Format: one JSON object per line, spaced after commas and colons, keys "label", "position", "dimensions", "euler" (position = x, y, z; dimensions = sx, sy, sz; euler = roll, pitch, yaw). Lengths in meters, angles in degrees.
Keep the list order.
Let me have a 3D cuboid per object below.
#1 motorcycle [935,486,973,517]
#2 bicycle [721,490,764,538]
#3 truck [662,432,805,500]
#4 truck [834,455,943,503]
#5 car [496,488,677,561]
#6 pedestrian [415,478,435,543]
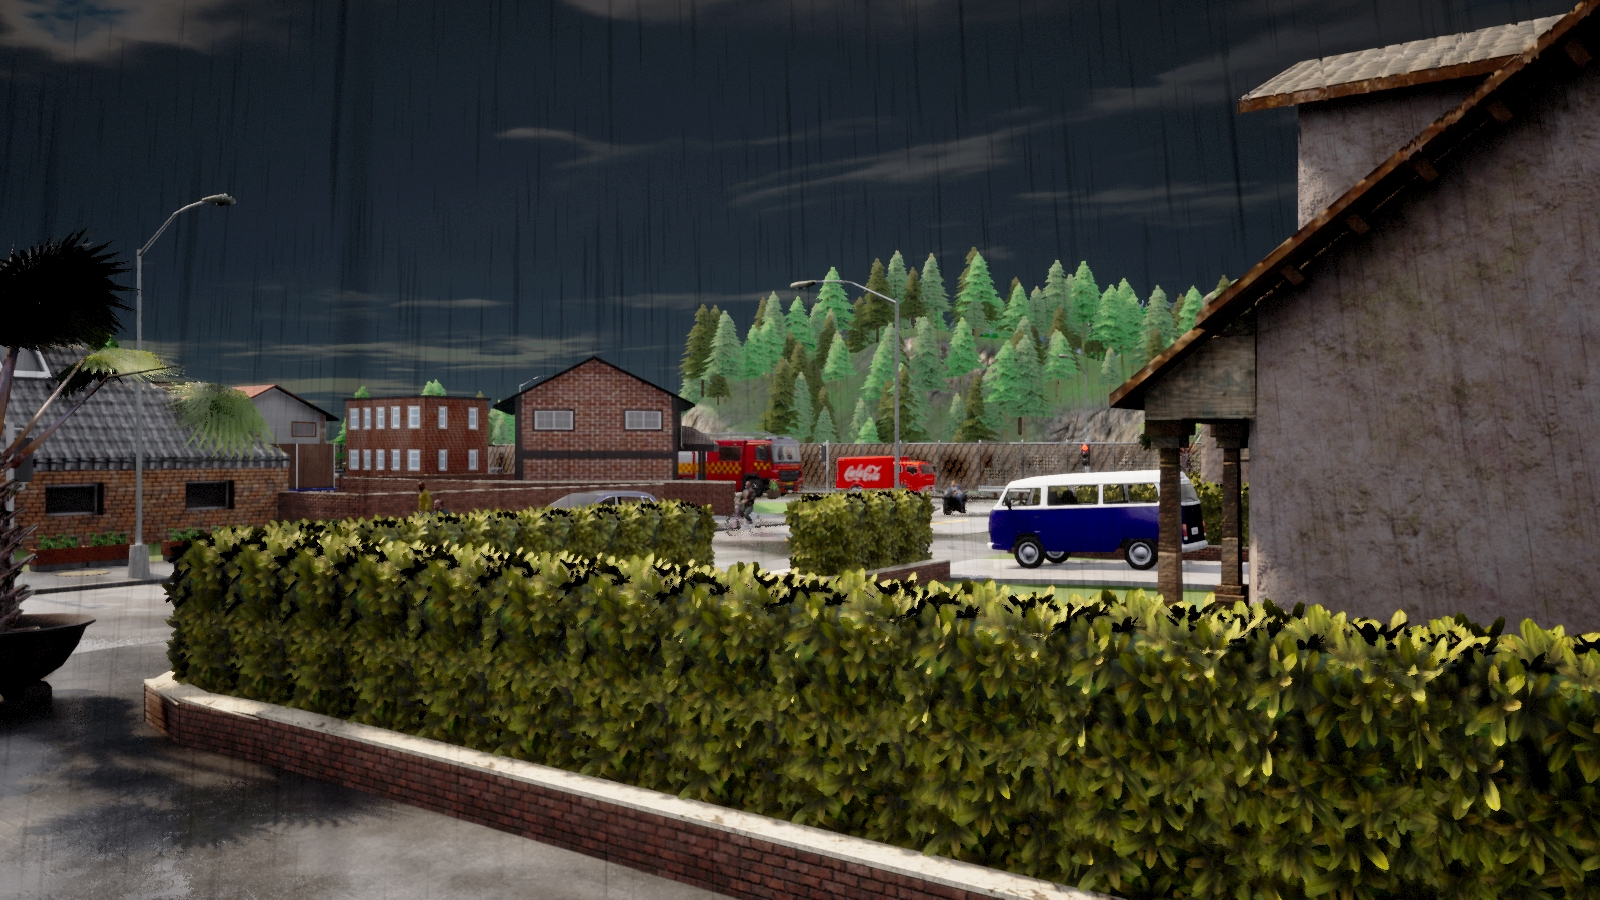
{"label": "motorcycle", "position": [6.549, 2.177, 48.501], "dimensions": [0.803, 1.199, 2.033], "euler": [0, 0, 34]}
{"label": "bicycle", "position": [-1.849, 2.051, 36.925], "dimensions": [0.329, 1.471, 1.835], "euler": [0, 0, 35]}
{"label": "truck", "position": [-4.018, 0.873, 67.677], "dimensions": [8.468, 3.827, 2.891], "euler": [0, 0, 35]}
{"label": "truck", "position": [4.733, 1.570, 61.561], "dimensions": [5.204, 2.467, 2.627], "euler": [-1, -1, 35]}
{"label": "car", "position": [-5.756, 1.958, 31.296], "dimensions": [2.242, 1.667, 4.611], "euler": [0, 0, 35]}
{"label": "pedestrian", "position": [-10.843, 1.732, 33.036], "dimensions": [0.375, 1.860, 0.375], "euler": [0, 0, 34]}
